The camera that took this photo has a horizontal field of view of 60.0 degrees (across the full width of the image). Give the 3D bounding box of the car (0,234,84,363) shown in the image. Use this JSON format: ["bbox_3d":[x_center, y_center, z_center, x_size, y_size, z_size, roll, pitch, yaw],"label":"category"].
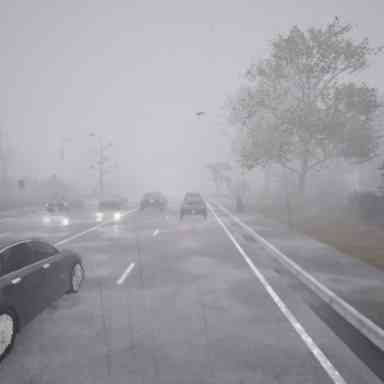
[{"bbox_3d":[-3.400,1.489,5.753,1.837,1.490,4.892,0,1,0],"label":"car"}]

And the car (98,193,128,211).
[{"bbox_3d":[-7.097,0.832,30.359,1.882,1.535,5.008,0,1,0],"label":"car"}]

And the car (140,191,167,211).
[{"bbox_3d":[-3.402,0.710,30.216,2.097,1.767,4.553,0,1,0],"label":"car"}]

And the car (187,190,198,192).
[{"bbox_3d":[0.094,0.521,42.161,1.882,1.535,5.008,0,1,0],"label":"car"}]

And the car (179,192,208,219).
[{"bbox_3d":[0.098,1.013,24.010,2.128,1.511,4.902,0,1,0],"label":"car"}]

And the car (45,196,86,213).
[{"bbox_3d":[-10.599,1.013,28.170,1.895,1.301,4.718,0,2,0],"label":"car"}]
